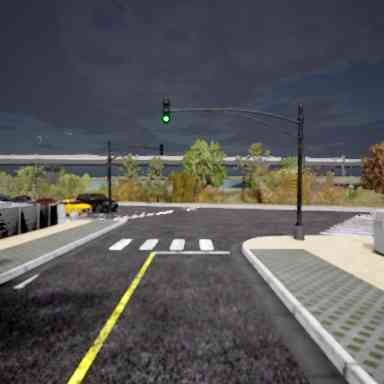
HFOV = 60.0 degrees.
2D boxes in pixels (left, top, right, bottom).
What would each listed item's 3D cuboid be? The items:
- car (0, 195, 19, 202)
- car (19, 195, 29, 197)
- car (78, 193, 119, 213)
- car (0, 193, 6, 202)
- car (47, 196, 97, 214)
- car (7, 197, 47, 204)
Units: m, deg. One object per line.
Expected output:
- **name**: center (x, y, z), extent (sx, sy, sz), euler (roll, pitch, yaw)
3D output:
- **car**: center (-28.719, 1.559, 50.230), extent (4.892, 1.490, 1.837), euler (-1, 2, 37)
- **car**: center (-30.541, 1.346, 59.629), extent (4.892, 1.490, 1.837), euler (0, 2, 36)
- **car**: center (-10.667, 1.176, 37.034), extent (5.566, 2.045, 2.150), euler (0, 2, 36)
- **car**: center (-38.963, 1.146, 65.733), extent (4.553, 1.767, 2.097), euler (0, 2, 36)
- **car**: center (-12.404, 1.553, 34.292), extent (5.008, 1.535, 1.882), euler (0, 2, 36)
- **car**: center (-19.671, 1.678, 39.581), extent (4.181, 1.385, 1.994), euler (0, 2, 36)
